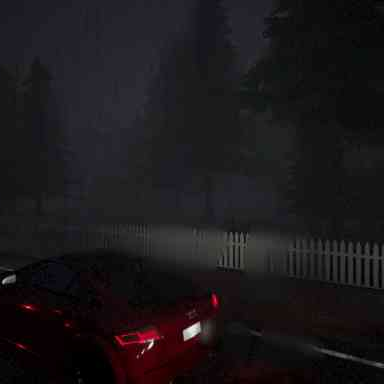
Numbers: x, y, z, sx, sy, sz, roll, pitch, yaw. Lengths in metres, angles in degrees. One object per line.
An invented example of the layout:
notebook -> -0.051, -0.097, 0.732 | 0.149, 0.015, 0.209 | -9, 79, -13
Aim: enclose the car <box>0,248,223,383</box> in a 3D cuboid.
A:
car -> -1.644, 1.564, 4.963 | 4.181, 1.385, 1.994 | 0, 0, 35
